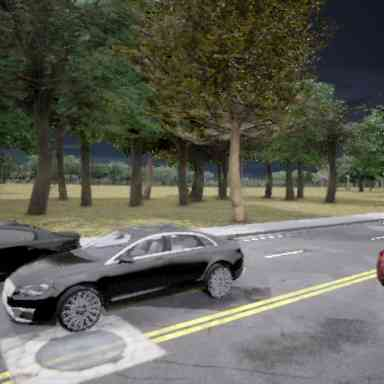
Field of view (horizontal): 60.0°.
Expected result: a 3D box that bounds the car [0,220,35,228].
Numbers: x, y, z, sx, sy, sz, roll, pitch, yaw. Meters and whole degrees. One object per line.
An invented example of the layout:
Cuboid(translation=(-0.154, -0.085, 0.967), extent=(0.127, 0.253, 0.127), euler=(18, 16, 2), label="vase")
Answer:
Cuboid(translation=(-5.178, 1.477, 7.964), extent=(5.008, 1.535, 1.882), euler=(0, 0, -35), label="car")

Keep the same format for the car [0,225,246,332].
Cuboid(translation=(-1.070, 1.487, 6.892), extent=(4.902, 1.511, 2.128), euler=(0, 0, -35), label="car")

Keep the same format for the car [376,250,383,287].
Cuboid(translation=(6.100, 1.508, 7.785), extent=(4.674, 1.442, 1.812), euler=(0, 0, -36), label="car")
